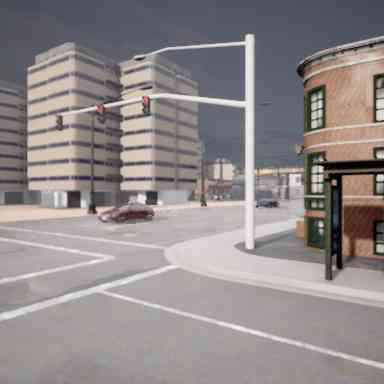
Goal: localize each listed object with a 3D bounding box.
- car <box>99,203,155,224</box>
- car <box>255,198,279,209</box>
[{"bbox_3d":[-4.748,1.548,24.860,1.812,1.442,4.674,0,0,35],"label":"car"},{"bbox_3d":[10.483,1.545,46.402,2.033,1.411,5.357,0,0,35],"label":"car"}]
